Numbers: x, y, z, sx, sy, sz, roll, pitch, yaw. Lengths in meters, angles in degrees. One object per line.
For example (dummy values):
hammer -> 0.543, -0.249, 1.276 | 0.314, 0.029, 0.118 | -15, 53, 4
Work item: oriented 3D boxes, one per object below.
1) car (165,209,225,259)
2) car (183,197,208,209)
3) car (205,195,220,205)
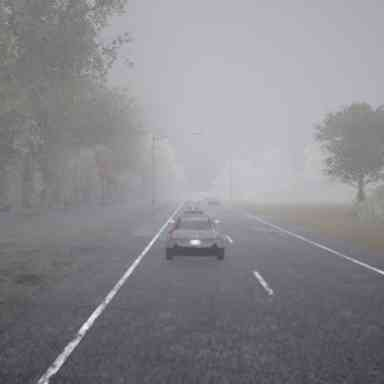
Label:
car -> 0.101, 1.532, 12.392 | 1.994, 1.385, 4.181 | 0, 0, 0
car -> 0.104, 1.469, 30.659 | 2.033, 1.411, 5.357 | 0, 0, 0
car -> 3.608, 1.425, 55.135 | 1.994, 1.385, 4.181 | 0, 0, 0
